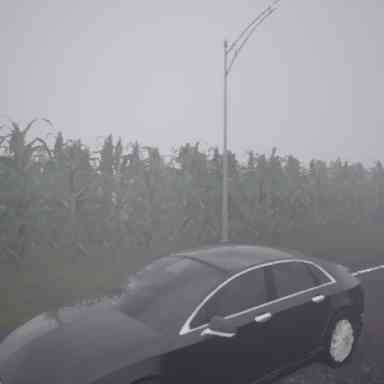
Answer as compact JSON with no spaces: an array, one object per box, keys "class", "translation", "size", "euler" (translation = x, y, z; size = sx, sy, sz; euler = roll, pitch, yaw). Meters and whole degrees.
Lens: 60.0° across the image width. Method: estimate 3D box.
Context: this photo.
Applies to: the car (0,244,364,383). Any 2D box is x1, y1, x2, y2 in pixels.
[{"class":"car","translation":[0.282,1.513,4.206],"size":[4.892,1.490,1.837],"euler":[0,0,-35]}]
